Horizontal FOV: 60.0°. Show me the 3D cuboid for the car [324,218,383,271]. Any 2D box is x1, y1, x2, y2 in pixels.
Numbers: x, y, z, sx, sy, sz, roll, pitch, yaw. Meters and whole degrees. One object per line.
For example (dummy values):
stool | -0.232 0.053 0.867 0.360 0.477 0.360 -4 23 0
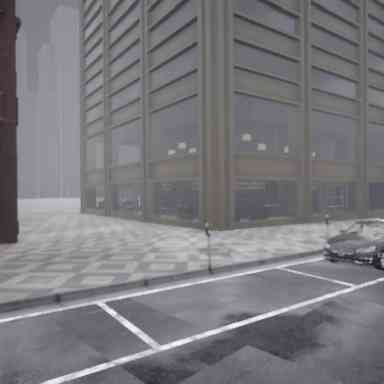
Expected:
car | 6.101 1.570 10.893 4.403 1.369 2.008 0 -1 -35
